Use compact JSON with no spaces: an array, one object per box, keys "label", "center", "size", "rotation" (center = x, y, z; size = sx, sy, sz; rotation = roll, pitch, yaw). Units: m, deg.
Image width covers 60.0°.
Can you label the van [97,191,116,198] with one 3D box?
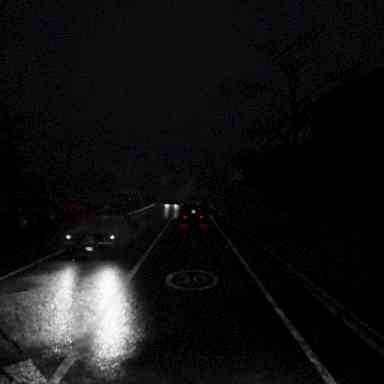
[{"label":"van","center":[-22.182,0.638,86.132],"size":[4.442,1.987,1.878],"rotation":[0,1,0]}]

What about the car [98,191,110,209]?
[{"label":"car","center":[-8.887,1.137,22.702],"size":[5.566,2.045,2.435],"rotation":[0,0,0]}]

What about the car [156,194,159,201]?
[{"label":"car","center":[-8.951,1.174,59.155],"size":[5.008,1.535,2.097],"rotation":[0,1,0]}]

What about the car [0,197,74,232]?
[{"label":"car","center":[-8.878,1.283,17.096],"size":[4.553,1.767,2.185],"rotation":[0,0,0]}]

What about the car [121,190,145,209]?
[{"label":"car","center":[-8.906,1.075,39.523],"size":[5.566,2.045,2.435],"rotation":[0,0,0]}]

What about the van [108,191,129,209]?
[{"label":"van","center":[-9.044,1.121,33.915],"size":[4.442,1.987,1.878],"rotation":[0,0,0]}]

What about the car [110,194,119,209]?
[{"label":"car","center":[-8.953,1.242,28.309],"size":[4.553,1.767,2.185],"rotation":[0,0,0]}]

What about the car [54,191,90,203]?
[{"label":"car","center":[-22.009,0.900,61.153],"size":[5.566,2.045,2.435],"rotation":[0,1,0]}]

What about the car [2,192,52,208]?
[{"label":"car","center":[-21.991,1.052,44.496],"size":[5.566,2.045,2.435],"rotation":[0,0,0]}]

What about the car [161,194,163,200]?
[{"label":"car","center":[-8.780,1.074,67.564],"size":[5.366,1.575,1.946],"rotation":[0,1,0]}]

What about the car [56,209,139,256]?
[{"label":"car","center":[-3.347,1.549,13.086],"size":[1.895,1.301,4.718],"rotation":[0,0,0]}]

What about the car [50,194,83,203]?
[{"label":"car","center":[-22.029,1.185,58.382],"size":[4.892,1.521,2.231],"rotation":[0,1,0]}]

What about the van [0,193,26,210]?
[{"label":"van","center":[-22.130,1.103,38.943],"size":[4.442,1.987,1.878],"rotation":[0,0,0]}]

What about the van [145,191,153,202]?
[{"label":"van","center":[-9.066,1.007,53.544],"size":[4.442,1.987,1.878],"rotation":[0,1,0]}]

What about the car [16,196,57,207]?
[{"label":"car","center":[-22.051,1.315,47.272],"size":[4.792,1.488,2.163],"rotation":[0,0,0]}]

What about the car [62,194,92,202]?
[{"label":"car","center":[-22.046,1.120,63.932],"size":[5.008,1.535,2.097],"rotation":[0,1,0]}]

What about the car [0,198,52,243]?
[{"label":"car","center":[-8.874,1.293,14.293],"size":[4.553,1.767,2.185],"rotation":[0,0,0]}]

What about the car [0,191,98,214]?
[{"label":"car","center":[-8.884,1.147,19.899],"size":[5.566,2.045,2.435],"rotation":[0,0,0]}]

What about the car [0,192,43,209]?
[{"label":"car","center":[-22.045,1.067,41.719],"size":[5.566,2.045,2.435],"rotation":[0,0,0]}]

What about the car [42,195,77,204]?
[{"label":"car","center":[-22.026,1.213,55.604],"size":[5.008,1.535,2.097],"rotation":[0,1,0]}]

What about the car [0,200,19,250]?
[{"label":"car","center":[-8.934,1.304,11.490],"size":[4.553,1.767,2.185],"rotation":[0,0,0]}]

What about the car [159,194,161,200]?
[{"label":"car","center":[-8.965,1.150,64.761],"size":[4.674,1.452,2.002],"rotation":[0,1,0]}]

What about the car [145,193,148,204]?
[{"label":"car","center":[-8.947,1.299,45.132],"size":[4.892,1.521,2.231],"rotation":[0,0,0]}]

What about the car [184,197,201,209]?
[{"label":"car","center":[0.110,1.354,42.231],"size":[2.033,1.411,5.357],"rotation":[0,0,0]}]

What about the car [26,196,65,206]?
[{"label":"car","center":[-21.996,1.297,50.055],"size":[4.792,1.488,2.163],"rotation":[0,0,0]}]

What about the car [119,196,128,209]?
[{"label":"car","center":[-8.918,1.358,31.113],"size":[4.892,1.521,2.231],"rotation":[0,0,0]}]

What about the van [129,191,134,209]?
[{"label":"van","center":[-9.048,1.110,36.719],"size":[4.442,1.987,1.878],"rotation":[0,0,0]}]

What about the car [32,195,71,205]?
[{"label":"car","center":[-22.213,1.237,52.827],"size":[5.366,1.575,1.946],"rotation":[0,1,0]}]

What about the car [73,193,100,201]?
[{"label":"car","center":[-22.054,1.057,69.483],"size":[4.892,1.521,2.231],"rotation":[0,1,0]}]

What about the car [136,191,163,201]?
[{"label":"car","center":[-8.940,0.794,70.364],"size":[5.566,2.045,2.435],"rotation":[0,1,0]}]

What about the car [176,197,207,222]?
[{"label":"car","center":[0.106,1.402,25.638],"size":[2.163,1.488,4.792],"rotation":[0,0,0]}]

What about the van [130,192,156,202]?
[{"label":"van","center":[-9.076,0.916,61.955],"size":[4.442,1.987,1.878],"rotation":[0,1,0]}]

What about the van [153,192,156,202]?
[{"label":"van","center":[-8.836,0.980,56.345],"size":[4.442,1.987,1.878],"rotation":[0,1,0]}]

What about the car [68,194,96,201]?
[{"label":"car","center":[-22.050,1.088,66.707],"size":[5.008,1.535,2.097],"rotation":[0,1,0]}]

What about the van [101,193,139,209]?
[{"label":"van","center":[-9.054,1.089,42.323],"size":[4.442,1.987,1.878],"rotation":[0,0,0]}]

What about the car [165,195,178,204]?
[{"label":"car","center":[-3.301,1.211,54.972],"size":[1.837,1.490,4.892],"rotation":[0,1,0]}]

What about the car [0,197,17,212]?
[{"label":"car","center":[-22.196,1.336,36.169],"size":[5.366,1.575,1.946],"rotation":[0,0,0]}]

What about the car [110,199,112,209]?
[{"label":"car","center":[-8.916,1.418,25.507],"size":[4.674,1.452,2.002],"rotation":[0,0,0]}]

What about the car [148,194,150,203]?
[{"label":"car","center":[-8.941,1.321,47.936],"size":[4.674,1.452,2.002],"rotation":[0,0,0]}]

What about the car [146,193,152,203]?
[{"label":"car","center":[-8.976,1.290,50.743],"size":[4.792,1.488,2.163],"rotation":[0,1,0]}]
